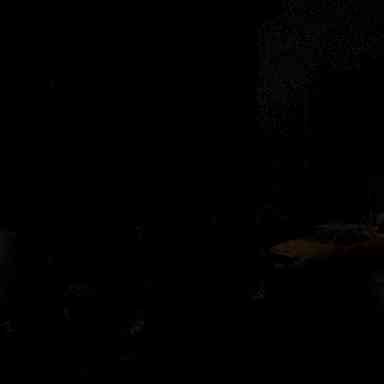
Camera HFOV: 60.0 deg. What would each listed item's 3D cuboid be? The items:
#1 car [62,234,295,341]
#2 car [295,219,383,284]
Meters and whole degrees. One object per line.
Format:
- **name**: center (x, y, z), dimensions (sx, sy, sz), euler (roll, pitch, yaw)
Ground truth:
- **car**: center (-0.212, 1.564, 6.516), dimensions (4.313, 1.339, 1.947), euler (0, 0, -36)
- **car**: center (4.061, 1.520, 9.597), dimensions (4.829, 1.417, 1.752), euler (0, 0, -36)
